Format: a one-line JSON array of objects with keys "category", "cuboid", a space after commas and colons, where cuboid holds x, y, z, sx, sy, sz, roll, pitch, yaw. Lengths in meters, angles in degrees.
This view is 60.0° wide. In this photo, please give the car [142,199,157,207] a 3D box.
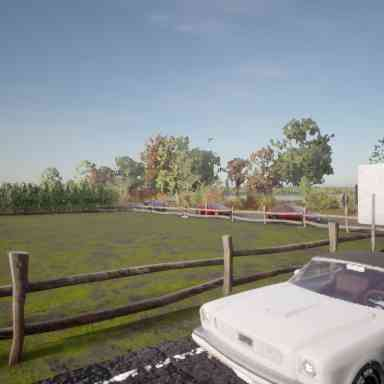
[{"category": "car", "cuboid": [-8.643, 2.255, 67.409, 2.128, 1.511, 4.902, 0, 0, -19]}]

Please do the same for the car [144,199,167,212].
[{"category": "car", "cuboid": [-4.969, 2.120, 47.367, 1.994, 1.385, 4.181, -1, 0, -24]}]

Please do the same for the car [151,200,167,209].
[{"category": "car", "cuboid": [-5.744, 2.175, 57.614, 1.812, 1.442, 4.674, 0, -1, -17]}]

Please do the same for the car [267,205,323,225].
[{"category": "car", "cuboid": [8.107, 1.756, 26.634, 1.812, 1.442, 4.674, -1, 0, -35]}]

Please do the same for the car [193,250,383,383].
[{"category": "car", "cuboid": [2.366, 1.600, 4.671, 4.718, 1.301, 1.895, 0, 0, -34]}]

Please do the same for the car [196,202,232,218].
[{"category": "car", "cuboid": [2.330, 1.849, 35.028, 1.882, 1.535, 5.008, -1, 0, -34]}]
